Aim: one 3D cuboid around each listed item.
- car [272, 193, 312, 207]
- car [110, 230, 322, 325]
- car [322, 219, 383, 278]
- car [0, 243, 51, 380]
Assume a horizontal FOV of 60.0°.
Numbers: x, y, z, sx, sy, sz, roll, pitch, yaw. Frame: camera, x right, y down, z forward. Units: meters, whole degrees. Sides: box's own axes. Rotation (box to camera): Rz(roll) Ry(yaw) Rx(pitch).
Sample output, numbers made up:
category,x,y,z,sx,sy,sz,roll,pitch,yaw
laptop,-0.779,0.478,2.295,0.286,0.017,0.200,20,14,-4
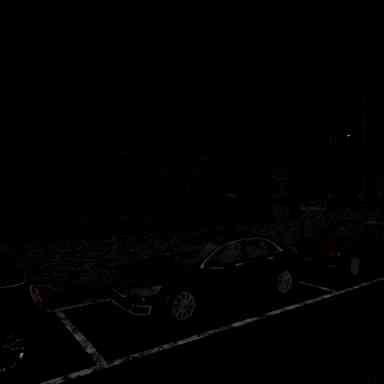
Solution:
category,x,y,z,sx,sy,sz,roll,pitch,yaw
car,11.735,0.885,39.143,2.097,1.767,4.553,0,1,-36
car,0.485,1.551,6.993,4.403,1.369,2.008,0,0,-35
car,4.930,1.545,10.159,4.507,1.381,1.887,0,0,-35
car,-3.960,1.440,3.827,4.097,1.590,1.967,0,0,-35
